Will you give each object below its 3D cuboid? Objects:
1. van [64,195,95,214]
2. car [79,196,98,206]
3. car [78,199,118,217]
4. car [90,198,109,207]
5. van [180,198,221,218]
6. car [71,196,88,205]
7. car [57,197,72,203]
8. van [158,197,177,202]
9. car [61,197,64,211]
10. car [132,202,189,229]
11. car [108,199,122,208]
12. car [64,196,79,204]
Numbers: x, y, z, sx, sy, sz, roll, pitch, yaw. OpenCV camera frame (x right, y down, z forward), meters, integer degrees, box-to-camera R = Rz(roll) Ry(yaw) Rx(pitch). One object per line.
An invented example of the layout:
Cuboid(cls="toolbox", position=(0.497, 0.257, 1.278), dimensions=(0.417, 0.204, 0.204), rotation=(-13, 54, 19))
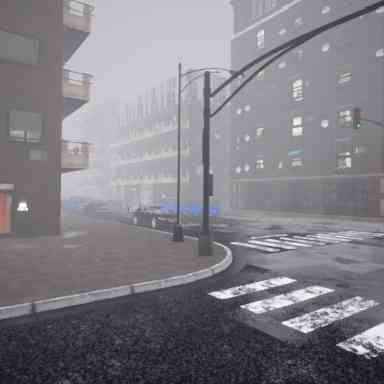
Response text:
Cuboid(cls="van", position=(-11.931, 1.361, 35.426), dimensions=(1.690, 1.788, 3.998), rotation=(1, -1, -35))
Cuboid(cls="car", position=(-18.155, 1.597, 58.318), dimensions=(1.967, 1.590, 4.097), rotation=(1, -1, -35))
Cuboid(cls="car", position=(-8.755, 1.592, 30.820), dimensions=(1.802, 1.307, 4.206), rotation=(1, -1, -35))
Cuboid(cls="car", position=(-14.979, 1.730, 53.713), dimensions=(1.802, 1.307, 4.206), rotation=(1, -1, -35))
Cuboid(cls="van", position=(0.910, 1.439, 30.692), dimensions=(1.690, 1.788, 3.998), rotation=(1, -1, -35))
Cuboid(cls="car", position=(-21.332, 1.606, 62.923), dimensions=(1.967, 1.590, 4.097), rotation=(1, -1, -35))
Cuboid(cls="car", position=(-27.688, 1.727, 72.131), dimensions=(1.887, 1.381, 4.507), rotation=(1, -1, -35))
Cuboid(cls="van", position=(-2.268, 1.450, 35.297), dimensions=(1.690, 1.788, 3.998), rotation=(1, -1, -35))
Cuboid(cls="car", position=(-15.110, 1.581, 40.029), dimensions=(2.008, 1.369, 4.403), rotation=(1, -1, -35))
Cuboid(cls="car", position=(-2.400, 1.540, 21.611), dimensions=(2.008, 1.369, 4.403), rotation=(1, -1, -35))
Cuboid(cls="car", position=(-11.801, 1.683, 49.109), dimensions=(1.887, 1.381, 4.507), rotation=(1, -1, -35))
Cuboid(cls="car", position=(-24.509, 1.614, 67.527), dimensions=(1.967, 1.590, 4.097), rotation=(1, -1, -35))
